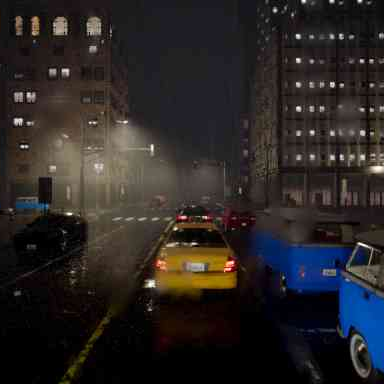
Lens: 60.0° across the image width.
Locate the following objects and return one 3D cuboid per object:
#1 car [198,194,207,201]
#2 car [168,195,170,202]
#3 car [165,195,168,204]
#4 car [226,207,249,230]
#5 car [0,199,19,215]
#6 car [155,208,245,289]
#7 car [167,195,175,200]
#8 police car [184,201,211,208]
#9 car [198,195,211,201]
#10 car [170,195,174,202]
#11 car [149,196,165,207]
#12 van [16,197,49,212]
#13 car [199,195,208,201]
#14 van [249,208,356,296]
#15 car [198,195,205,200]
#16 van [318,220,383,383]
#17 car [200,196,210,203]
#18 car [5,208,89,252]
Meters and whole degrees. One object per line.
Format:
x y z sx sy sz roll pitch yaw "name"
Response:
2.698 1.393 85.878 1.967 1.590 4.097 1 0 0 "car"
-5.683 1.560 63.272 1.802 1.307 4.206 1 0 0 "car"
-5.680 1.424 57.621 1.967 1.590 4.097 1 0 0 "car"
2.700 1.545 19.525 1.887 1.381 4.507 1 0 0 "car"
-19.845 1.620 32.456 4.403 1.369 2.008 0 0 1 "car"
0.097 1.458 9.131 1.801 1.575 5.366 0 0 0 "car"
-5.684 1.472 91.360 1.752 1.417 4.829 1 0 0 "car"
0.103 1.505 19.451 2.038 1.542 4.974 0 0 0 "police car"
2.698 1.529 63.271 2.008 1.369 4.403 1 0 0 "car"
-5.683 1.516 74.575 2.008 1.369 4.403 1 0 0 "car"
-5.683 1.572 51.969 1.802 1.307 4.206 1 0 0 "car"
-19.737 1.524 40.838 3.998 1.788 1.690 0 0 1 "van"
2.697 1.510 80.225 2.008 1.369 4.403 1 0 0 "car"
2.703 1.343 8.371 1.690 1.788 3.998 1 0 0 "van"
2.697 1.472 91.699 1.752 1.417 4.829 1 0 0 "car"
2.703 1.342 2.795 1.690 1.788 3.998 1 0 0 "van"
2.698 1.517 68.923 1.887 1.381 4.507 1 0 0 "car"
-5.681 1.567 13.954 1.947 1.339 4.313 1 0 0 "car"
